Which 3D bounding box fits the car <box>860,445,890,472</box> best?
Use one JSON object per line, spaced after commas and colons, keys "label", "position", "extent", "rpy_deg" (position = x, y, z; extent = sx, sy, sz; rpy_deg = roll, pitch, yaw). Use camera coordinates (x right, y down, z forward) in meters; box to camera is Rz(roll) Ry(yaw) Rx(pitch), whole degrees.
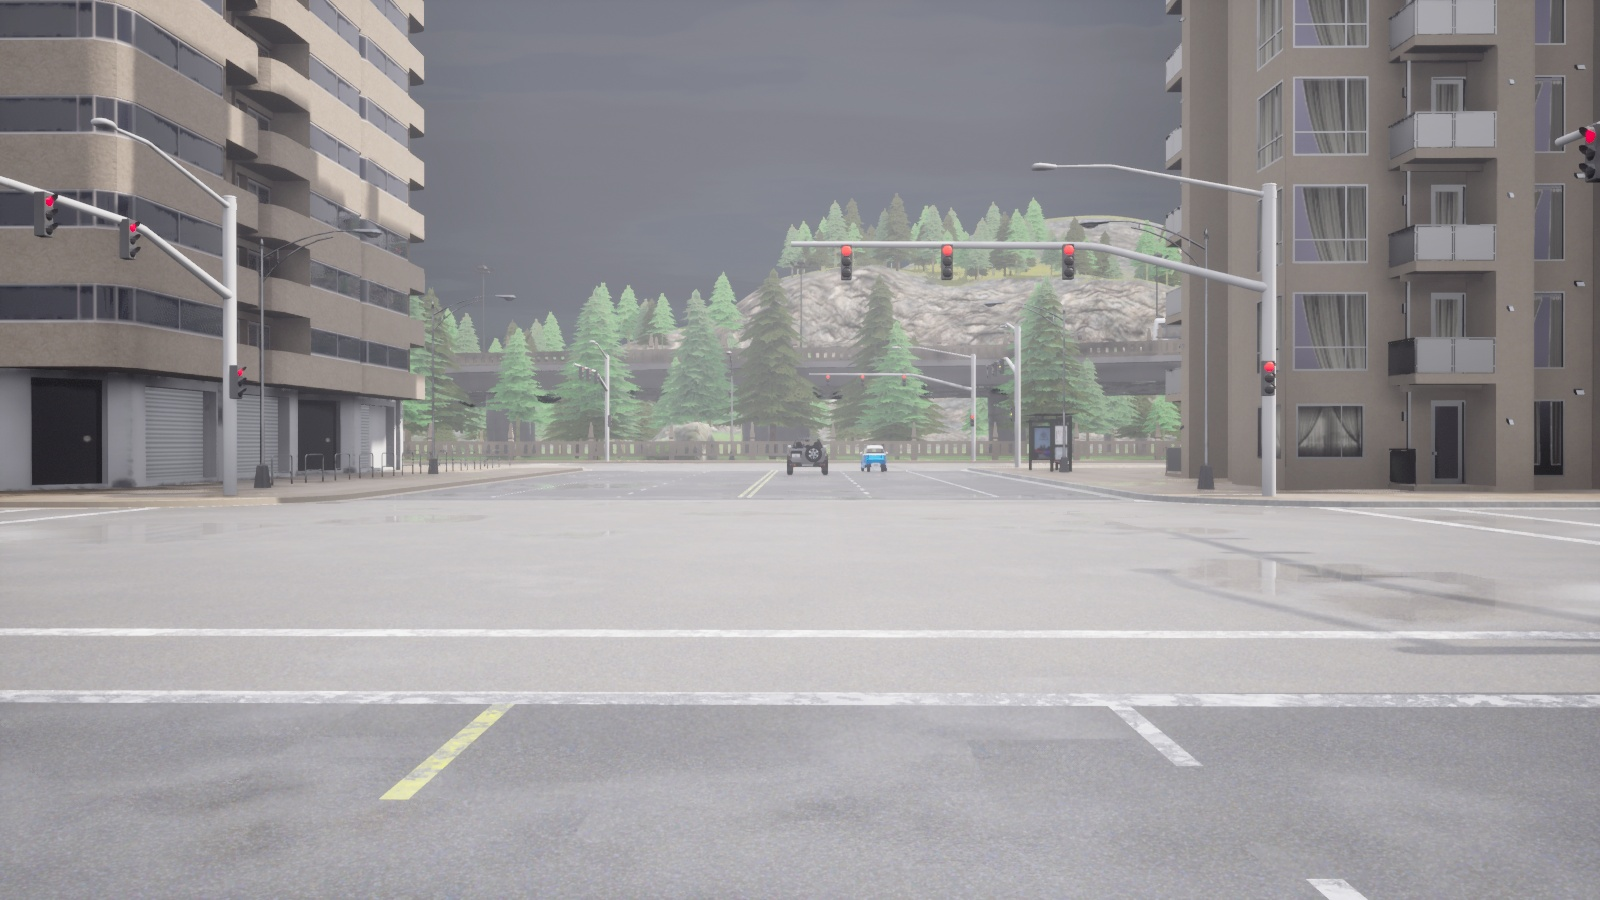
{"label": "car", "position": [3.885, 0.436, 65.278], "extent": [1.481, 1.376, 2.207], "rpy_deg": [0, 1, 1]}

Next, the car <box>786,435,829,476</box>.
{"label": "car", "position": [0.350, 0.229, 59.258], "extent": [1.932, 1.855, 4.605], "rpy_deg": [0, 0, 0]}
